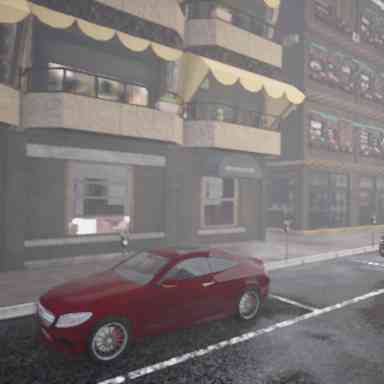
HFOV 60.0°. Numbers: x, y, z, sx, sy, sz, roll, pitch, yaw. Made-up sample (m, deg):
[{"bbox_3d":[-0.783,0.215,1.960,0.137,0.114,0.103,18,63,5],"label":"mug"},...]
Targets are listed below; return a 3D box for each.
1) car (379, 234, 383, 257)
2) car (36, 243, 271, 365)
[{"bbox_3d":[8.612,1.695,12.248,4.507,1.381,1.887,1,0,-36],"label":"car"},{"bbox_3d":[-0.396,1.614,5.811,4.206,1.307,1.802,1,0,-36],"label":"car"}]
